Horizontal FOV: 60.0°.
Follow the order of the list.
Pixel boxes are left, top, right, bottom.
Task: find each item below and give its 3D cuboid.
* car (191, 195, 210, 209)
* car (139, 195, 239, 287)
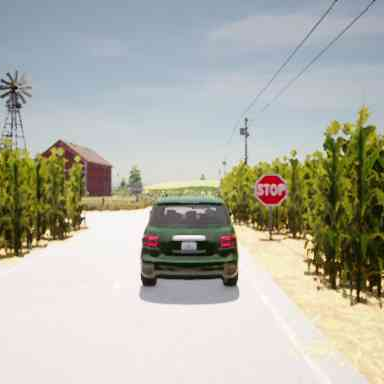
[{"bbox_3d":[1.066,1.074,38.131,1.994,1.385,4.181,0,1,4],"label":"car"},{"bbox_3d":[-0.048,1.103,9.144,2.150,2.045,5.566,0,1,0],"label":"car"}]
